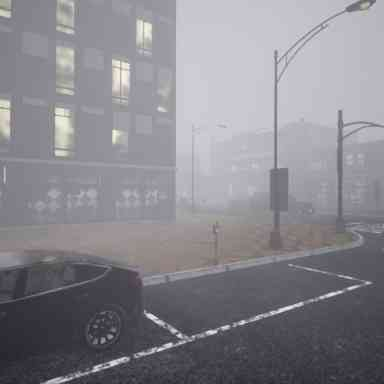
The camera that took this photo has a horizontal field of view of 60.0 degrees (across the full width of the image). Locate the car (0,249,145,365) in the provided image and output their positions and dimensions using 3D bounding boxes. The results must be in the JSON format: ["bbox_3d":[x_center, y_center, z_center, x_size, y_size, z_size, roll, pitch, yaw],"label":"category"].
[{"bbox_3d":[-2.738,1.566,4.601,4.313,1.339,1.947,0,0,-36],"label":"car"}]

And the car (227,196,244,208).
[{"bbox_3d":[5.917,1.130,38.672,1.967,1.590,4.097,1,0,-36],"label":"car"}]

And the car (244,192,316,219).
[{"bbox_3d":[7.229,1.007,27.124,2.150,2.045,5.566,0,1,-36],"label":"car"}]

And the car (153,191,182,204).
[{"bbox_3d":[-3.949,0.793,52.065,2.192,1.841,5.009,1,0,-36],"label":"car"}]

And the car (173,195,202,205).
[{"bbox_3d":[-0.665,1.101,47.601,2.008,1.369,4.403,1,0,-36],"label":"car"}]

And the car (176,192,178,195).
[{"bbox_3d":[-2.822,1.101,40.751,1.812,1.442,4.674,0,0,-36],"label":"car"}]

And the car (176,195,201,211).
[{"bbox_3d":[-0.832,1.231,33.700,1.802,1.307,4.206,1,0,-36],"label":"car"}]
